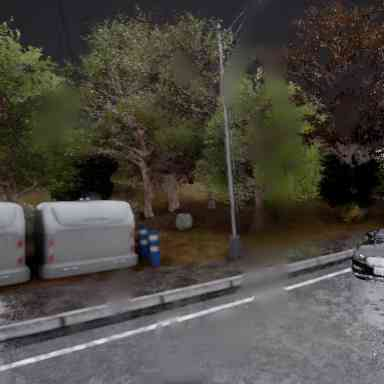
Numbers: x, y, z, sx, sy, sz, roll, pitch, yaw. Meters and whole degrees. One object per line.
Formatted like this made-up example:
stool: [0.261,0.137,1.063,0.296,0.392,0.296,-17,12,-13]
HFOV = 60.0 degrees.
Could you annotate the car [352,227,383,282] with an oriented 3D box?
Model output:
car: [6.109,1.506,8.980,4.902,1.511,2.128,0,-1,-40]
